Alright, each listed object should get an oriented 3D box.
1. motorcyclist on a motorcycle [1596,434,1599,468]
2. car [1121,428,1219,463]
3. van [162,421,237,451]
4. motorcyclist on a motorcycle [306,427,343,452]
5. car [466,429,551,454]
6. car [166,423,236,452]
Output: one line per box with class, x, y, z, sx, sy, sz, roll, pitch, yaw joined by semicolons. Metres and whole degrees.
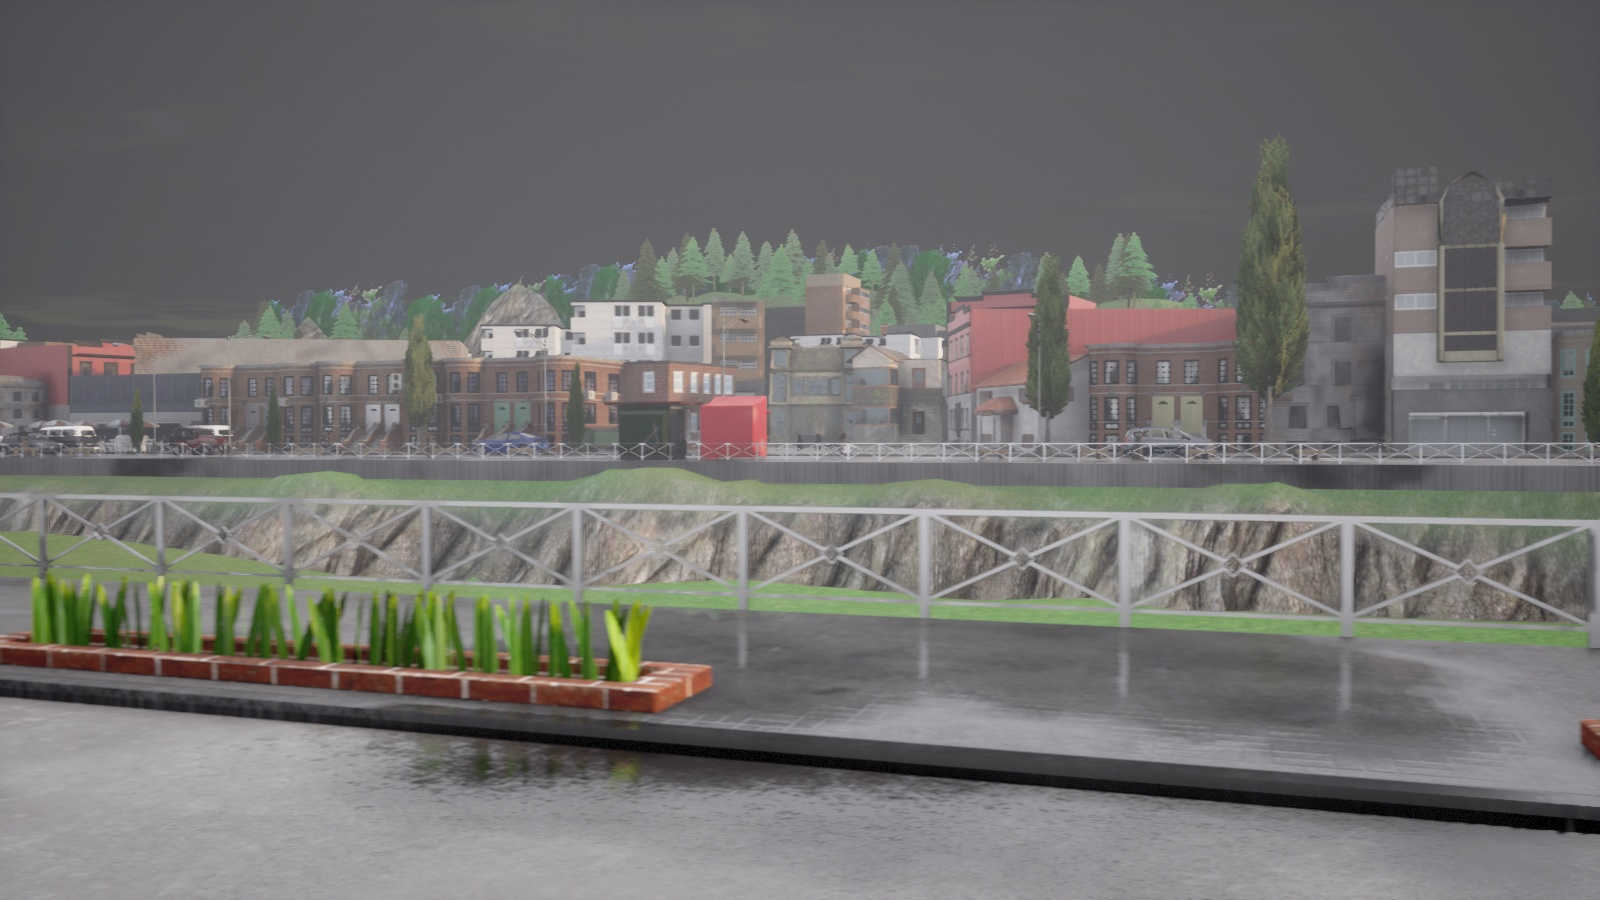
motorcyclist on a motorcycle;37.031;0.045;56.373;2.044;1.523;0.797;1;1;19
car;18.452;-0.263;62.616;4.611;1.667;2.242;1;1;19
van;-41.610;-1.000;87.021;4.480;2.038;2.069;1;1;19
motorcyclist on a motorcycle;-31.666;-0.682;83.682;2.350;1.649;0.766;0;1;19
car;-18.395;-0.534;79.222;5.008;1.535;1.882;1;1;19
car;-39.080;-0.837;81.953;3.866;1.878;1.905;1;1;19
